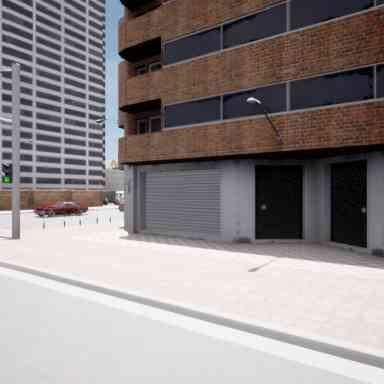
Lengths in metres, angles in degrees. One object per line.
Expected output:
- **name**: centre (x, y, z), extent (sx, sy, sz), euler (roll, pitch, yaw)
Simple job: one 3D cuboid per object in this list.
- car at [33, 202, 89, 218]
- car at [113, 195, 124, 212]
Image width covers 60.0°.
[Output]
- **car**: centre (-12.135, 1.601, 30.952), extent (1.895, 1.301, 4.718), euler (0, 0, 35)
- **car**: centre (-6.421, 1.477, 39.057), extent (1.882, 1.535, 5.008), euler (0, 0, 35)
